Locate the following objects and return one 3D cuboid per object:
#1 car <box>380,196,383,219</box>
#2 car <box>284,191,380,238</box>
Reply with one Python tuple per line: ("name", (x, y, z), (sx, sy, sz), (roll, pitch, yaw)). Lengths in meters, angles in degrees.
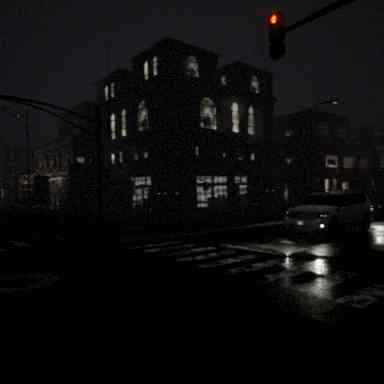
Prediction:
("car", (14.886, 0.806, 23.096), (5.566, 2.045, 2.150), (-1, 0, -39))
("car", (6.924, 0.981, 16.544), (5.566, 2.045, 2.150), (-1, 0, -39))
